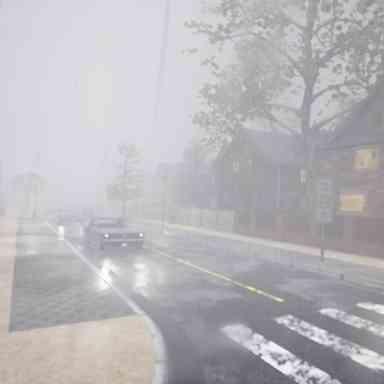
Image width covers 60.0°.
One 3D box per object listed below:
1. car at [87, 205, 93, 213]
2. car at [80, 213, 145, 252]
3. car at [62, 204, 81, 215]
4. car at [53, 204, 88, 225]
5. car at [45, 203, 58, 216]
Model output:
[{"bbox_3d":[-12.895,2.277,39.480,1.812,1.442,4.674,2,-2,-27],"label":"car"},{"bbox_3d":[-3.735,1.871,15.458,1.895,1.301,4.718,2,-2,-27],"label":"car"},{"bbox_3d":[-17.474,2.508,48.216,1.895,1.301,4.718,2,-2,-27],"label":"car"},{"bbox_3d":[-10.531,2.005,28.598,1.812,1.442,4.674,2,-2,-27],"label":"car"},{"bbox_3d":[-17.597,2.163,42.488,1.812,1.442,4.674,2,-2,-27],"label":"car"}]
